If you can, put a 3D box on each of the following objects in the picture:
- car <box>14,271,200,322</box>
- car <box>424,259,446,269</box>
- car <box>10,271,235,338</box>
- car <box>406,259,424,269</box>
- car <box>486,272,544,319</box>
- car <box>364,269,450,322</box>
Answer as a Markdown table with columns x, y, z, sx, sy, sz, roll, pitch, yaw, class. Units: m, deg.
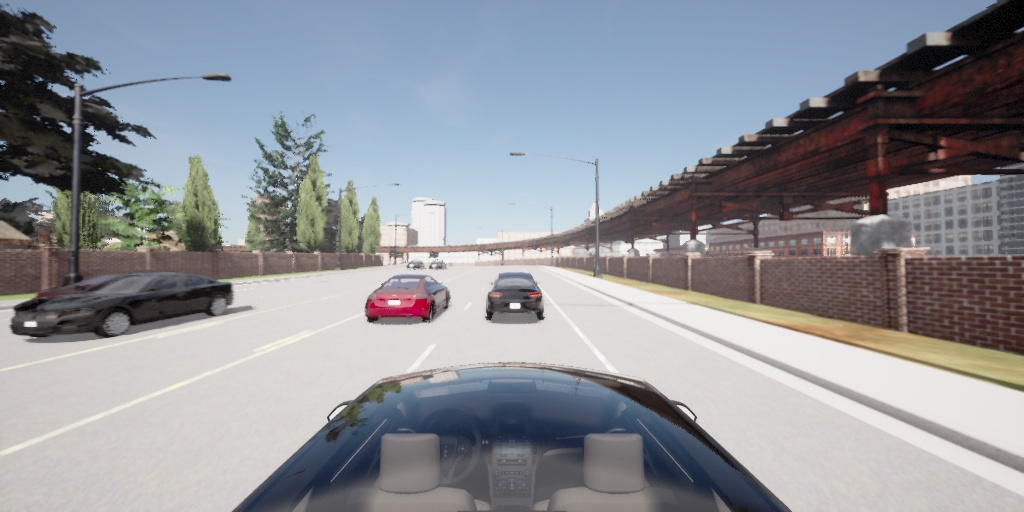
| x | y | z | sx | sy | sz | roll | pitch | yaw | class |
| --- | --- | --- | --- | --- | --- | --- | --- | --- | --- |
| -14.098 | 1.310 | 12.955 | 1.994 | 1.385 | 4.181 | 0 | 0 | 0 | car |
| -10.637 | 1.224 | 51.471 | 2.128 | 1.511 | 4.902 | 0 | 0 | 0 | car |
| -10.600 | 1.225 | 10.389 | 1.882 | 1.535 | 5.008 | 0 | 0 | 0 | car |
| -14.148 | 1.224 | 52.752 | 2.128 | 1.511 | 4.902 | 0 | 0 | -1 | car |
| 0.087 | 1.272 | 12.627 | 1.812 | 1.442 | 4.674 | 0 | 0 | 0 | car |
| -3.399 | 1.311 | 12.341 | 1.994 | 1.385 | 4.181 | 0 | 0 | 0 | car |
